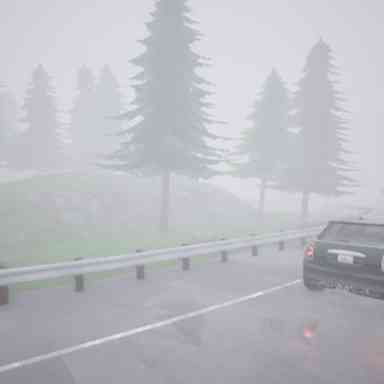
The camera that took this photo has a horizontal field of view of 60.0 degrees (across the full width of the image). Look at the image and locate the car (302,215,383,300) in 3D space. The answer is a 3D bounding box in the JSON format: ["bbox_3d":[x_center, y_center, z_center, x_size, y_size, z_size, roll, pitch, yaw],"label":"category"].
[{"bbox_3d":[4.606,1.336,7.926,4.553,1.767,2.097,0,0,-41],"label":"car"}]
